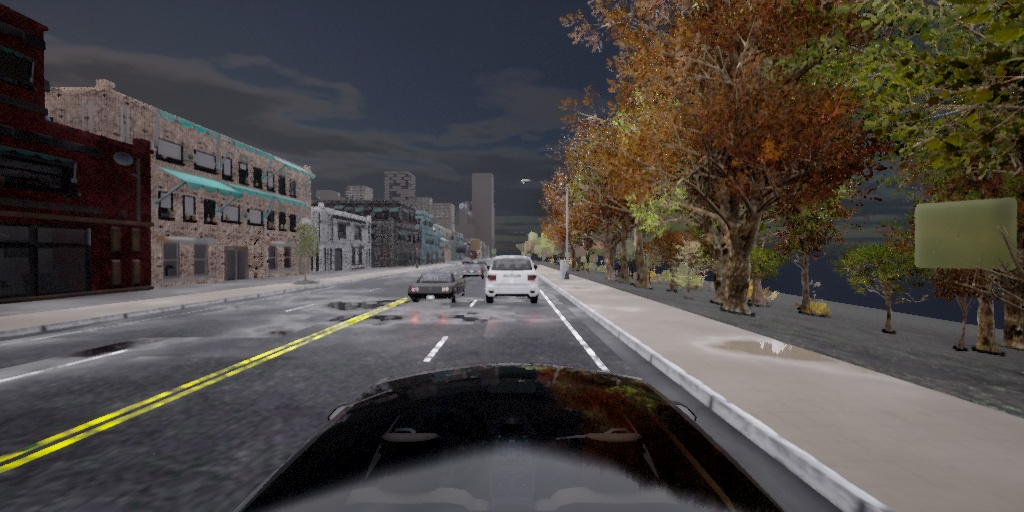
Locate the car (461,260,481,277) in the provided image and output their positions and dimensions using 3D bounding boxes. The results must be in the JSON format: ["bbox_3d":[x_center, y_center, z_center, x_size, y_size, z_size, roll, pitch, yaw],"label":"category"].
[{"bbox_3d":[-3.250,1.305,31.501,2.033,1.411,5.357,0,0,0],"label":"car"}]

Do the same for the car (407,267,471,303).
[{"bbox_3d":[-3.249,1.361,16.531,1.895,1.301,4.718,0,0,0],"label":"car"}]

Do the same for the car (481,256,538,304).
[{"bbox_3d":[0.000,1.002,16.530,2.150,2.045,5.566,0,0,0],"label":"car"}]
